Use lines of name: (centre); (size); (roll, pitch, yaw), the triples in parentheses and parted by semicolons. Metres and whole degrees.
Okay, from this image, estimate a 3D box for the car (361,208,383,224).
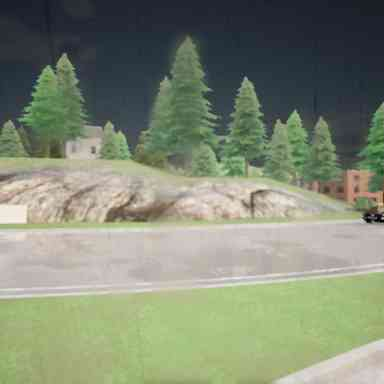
car: (14.435, 1.661, 23.714); (4.718, 1.301, 1.895); (0, 0, -24)
